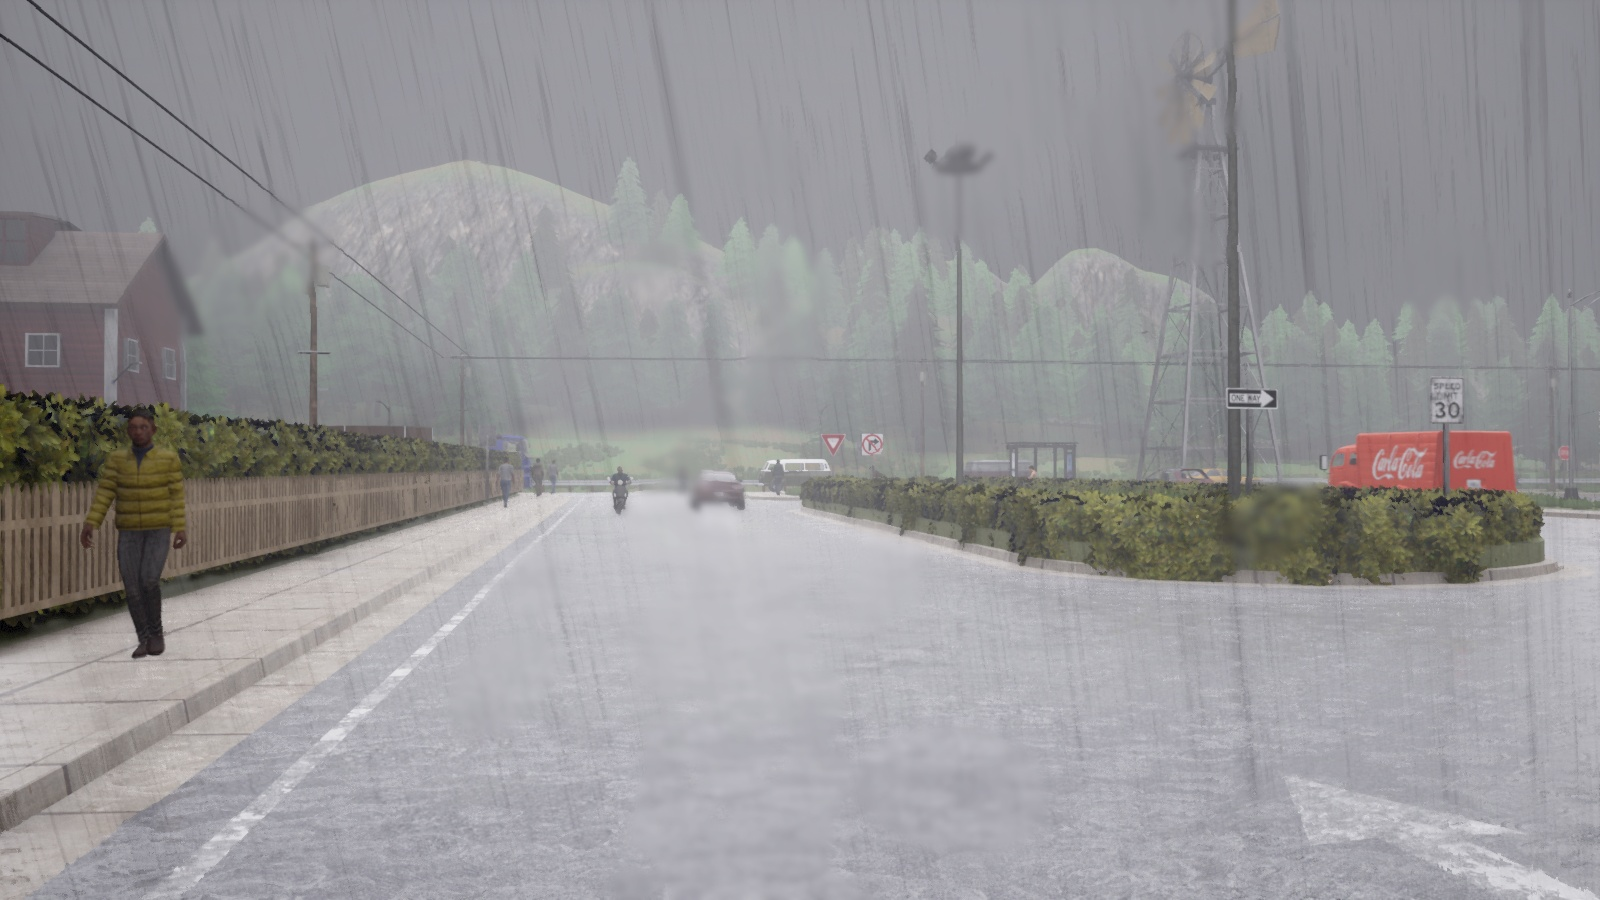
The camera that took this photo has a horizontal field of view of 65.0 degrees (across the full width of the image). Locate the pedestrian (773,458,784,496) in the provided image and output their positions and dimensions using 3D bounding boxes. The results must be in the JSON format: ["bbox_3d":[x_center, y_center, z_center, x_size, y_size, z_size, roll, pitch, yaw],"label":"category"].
[{"bbox_3d":[-1.050,1.299,60.955,0.353,1.847,0.614,0,-1,-16],"label":"pedestrian"}]

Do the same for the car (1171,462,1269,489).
[{"bbox_3d":[25.631,1.564,76.759,5.366,1.575,1.801,0,-1,-3],"label":"car"}]

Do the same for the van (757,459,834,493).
[{"bbox_3d":[-0.302,1.575,76.834,4.480,2.038,2.069,0,-1,-8],"label":"van"}]

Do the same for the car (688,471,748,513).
[{"bbox_3d":[-3.035,1.484,45.879,1.812,1.442,4.674,0,-1,-8],"label":"car"}]

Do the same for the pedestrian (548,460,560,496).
[{"bbox_3d":[-12.908,1.469,65.900,0.354,1.836,0.706,-1,-1,11],"label":"pedestrian"}]

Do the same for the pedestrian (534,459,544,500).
[{"bbox_3d":[-12.375,1.379,59.532,0.396,1.930,0.692,0,-1,-5],"label":"pedestrian"}]

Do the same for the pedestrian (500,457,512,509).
[{"bbox_3d":[-10.340,1.154,44.182,0.354,1.836,0.706,0,-1,-9],"label":"pedestrian"}]

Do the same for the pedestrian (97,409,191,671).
[{"bbox_3d":[-4.800,0.636,9.216,0.431,1.840,0.709,0,-1,-12],"label":"pedestrian"}]

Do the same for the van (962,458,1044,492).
[{"bbox_3d":[12.115,1.473,75.051,4.442,1.987,1.775,-1,-1,-8],"label":"van"}]

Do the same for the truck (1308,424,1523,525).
[{"bbox_3d":[16.253,0.638,33.573,2.627,2.467,5.204,0,-1,-9],"label":"truck"}]

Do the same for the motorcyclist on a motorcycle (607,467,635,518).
[{"bbox_3d":[-5.775,1.362,40.426,0.866,1.590,1.817,0,-1,-8],"label":"motorcyclist on a motorcycle"}]

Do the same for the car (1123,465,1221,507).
[{"bbox_3d":[13.898,1.341,47.139,1.845,1.501,3.633,0,-1,-16],"label":"car"}]

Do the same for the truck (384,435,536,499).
[{"bbox_3d":[-19.037,0.949,70.664,7.936,3.462,2.891,0,-1,-8],"label":"truck"}]
